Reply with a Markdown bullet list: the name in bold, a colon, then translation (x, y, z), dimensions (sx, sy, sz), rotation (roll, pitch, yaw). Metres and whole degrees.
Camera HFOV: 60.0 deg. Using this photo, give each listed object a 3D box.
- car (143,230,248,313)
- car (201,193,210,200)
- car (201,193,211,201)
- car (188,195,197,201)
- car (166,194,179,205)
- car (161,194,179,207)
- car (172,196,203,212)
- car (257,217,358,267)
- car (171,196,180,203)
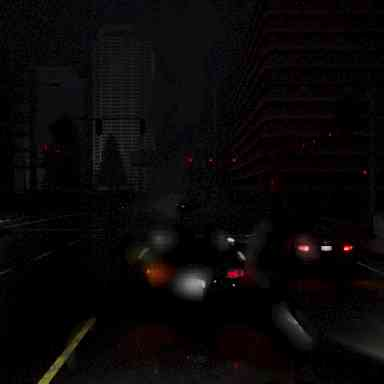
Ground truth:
- **car**: translation (0.074, 1.564, 7.757), dimensions (1.994, 1.385, 4.181), rotation (0, 0, 0)
- **car**: translation (3.557, 1.207, 90.422), dimensions (2.150, 2.045, 5.566), rotation (0, 0, 0)
- **car**: translation (3.551, 1.493, 80.538), dimensions (1.837, 1.490, 4.892), rotation (0, 0, 0)
- **car**: translation (0.052, 1.534, 81.396), dimensions (2.033, 1.411, 5.357), rotation (0, 0, 0)
- **car**: translation (-3.532, 1.352, 60.629), dimensions (2.097, 1.767, 4.553), rotation (0, 0, 0)
- **car**: translation (-3.563, 1.491, 50.704), dimensions (2.128, 1.511, 4.902), rotation (0, 0, 0)
- **car**: translation (-0.443, 1.540, 38.527), dimensions (1.994, 1.385, 4.181), rotation (0, 0, 15)
- **car**: translation (3.596, 1.547, 11.377), dimensions (2.033, 1.411, 5.357), rotation (0, 0, 0)
- **car**: translation (-3.455, 1.524, 70.608), dimensions (1.812, 1.442, 4.674), rotation (0, 0, 0)
